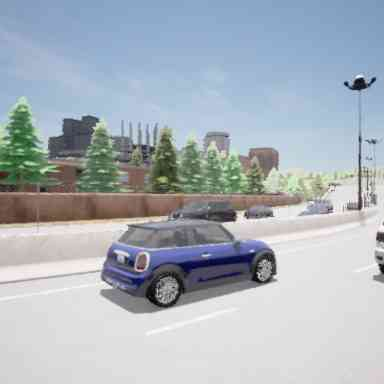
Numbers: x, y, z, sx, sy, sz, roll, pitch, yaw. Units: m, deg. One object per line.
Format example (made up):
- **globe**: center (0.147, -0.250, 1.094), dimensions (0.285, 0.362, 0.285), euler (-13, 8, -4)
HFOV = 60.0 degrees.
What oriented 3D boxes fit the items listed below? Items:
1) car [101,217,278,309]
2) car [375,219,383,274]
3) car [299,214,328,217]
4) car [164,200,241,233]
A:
- **car**: center (0.145, 1.484, 8.478), dimensions (4.553, 1.767, 2.097), euler (1, -1, -38)
- **car**: center (7.495, 1.401, 10.052), dimensions (5.566, 2.045, 2.150), euler (1, -1, -42)
- **car**: center (11.006, 2.029, 29.251), dimensions (2.033, 1.411, 5.357), euler (0, -1, 39)
- **car**: center (0.864, 1.581, 23.190), dimensions (5.566, 2.045, 2.150), euler (1, -1, -45)
